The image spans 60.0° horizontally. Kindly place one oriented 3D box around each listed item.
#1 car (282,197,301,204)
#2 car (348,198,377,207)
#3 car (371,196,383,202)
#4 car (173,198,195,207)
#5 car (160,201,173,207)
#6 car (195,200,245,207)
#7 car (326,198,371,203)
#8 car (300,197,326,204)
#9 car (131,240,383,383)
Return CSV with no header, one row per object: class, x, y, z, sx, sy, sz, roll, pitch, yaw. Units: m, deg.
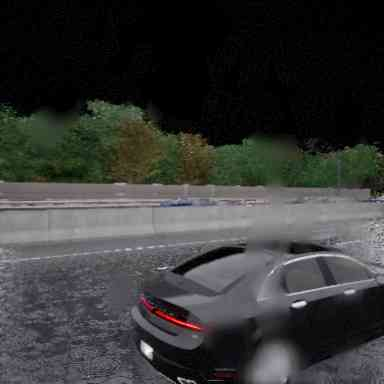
car,14.854,1.530,47.210,4.892,1.490,1.837,1,0,-33
car,28.919,1.677,56.317,5.357,1.411,2.033,1,0,-33
car,30.828,1.418,53.383,5.008,1.535,1.882,1,0,-33
car,1.099,1.521,34.105,5.357,1.411,2.033,0,0,-33
car,-1.197,1.438,36.784,5.008,1.535,1.882,0,0,-33
car,3.302,1.534,31.363,5.357,1.411,2.033,0,0,-33
car,19.772,1.599,42.060,5.357,1.411,2.033,0,0,-33
car,17.182,1.544,44.554,4.892,1.490,1.837,1,0,-33
car,1.524,1.507,5.017,4.892,1.490,1.837,0,0,-33
